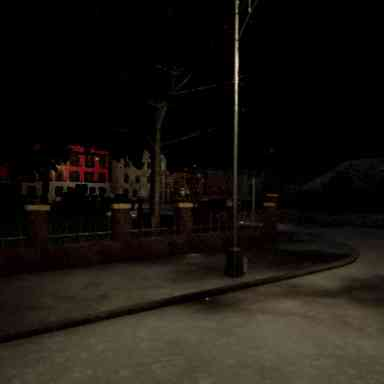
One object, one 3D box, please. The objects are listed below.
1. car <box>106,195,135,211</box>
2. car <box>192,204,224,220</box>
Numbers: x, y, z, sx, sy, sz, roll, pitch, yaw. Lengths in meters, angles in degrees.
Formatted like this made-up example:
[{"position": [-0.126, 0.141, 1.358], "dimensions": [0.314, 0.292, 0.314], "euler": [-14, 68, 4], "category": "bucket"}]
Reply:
[{"position": [-9.430, 1.415, 43.586], "dimensions": [2.150, 2.045, 5.566], "euler": [1, 0, -35], "category": "car"}, {"position": [0.950, 1.724, 28.831], "dimensions": [1.994, 1.385, 4.181], "euler": [1, 0, -35], "category": "car"}]
